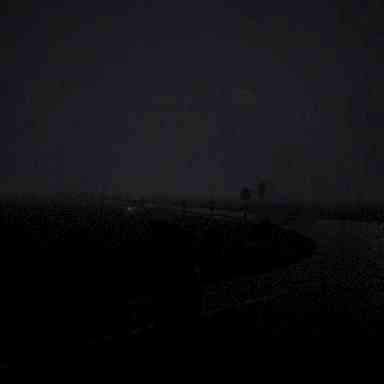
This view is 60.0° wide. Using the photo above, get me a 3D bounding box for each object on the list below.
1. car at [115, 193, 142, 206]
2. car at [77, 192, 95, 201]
[{"bbox_3d":[-8.146,0.933,42.621,1.882,1.535,5.008,-1,1,-36],"label":"car"},{"bbox_3d":[-18.168,0.657,56.643,1.882,1.535,5.008,-1,1,-36],"label":"car"}]
